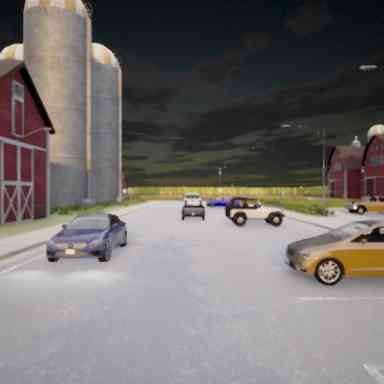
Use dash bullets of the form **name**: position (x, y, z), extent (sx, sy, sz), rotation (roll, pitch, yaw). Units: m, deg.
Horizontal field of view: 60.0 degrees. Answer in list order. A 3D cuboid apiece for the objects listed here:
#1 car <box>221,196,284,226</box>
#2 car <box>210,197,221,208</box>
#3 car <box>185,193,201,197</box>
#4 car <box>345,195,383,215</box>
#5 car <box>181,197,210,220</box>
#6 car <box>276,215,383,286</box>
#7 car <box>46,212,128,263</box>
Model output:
- **car**: position (4.112, 1.265, 22.175), extent (3.866, 1.878, 1.905), rotation (0, 0, 1)
- **car**: position (4.291, 1.378, 46.380), extent (4.611, 1.667, 2.242), rotation (0, 0, 1)
- **car**: position (0.114, 1.137, 39.397), extent (2.150, 2.045, 5.566), rotation (0, 1, 1)
- **car**: position (17.441, 1.242, 32.266), extent (4.605, 1.855, 1.932), rotation (0, 0, 1)
- **car**: position (0.111, 1.432, 27.020), extent (2.128, 1.511, 4.902), rotation (0, 0, 0)
- **car**: position (4.581, 1.487, 8.689), extent (4.193, 1.474, 1.816), rotation (0, 0, 1)
- **car**: position (-3.533, 1.498, 12.053), extent (1.812, 1.442, 4.674), rotation (0, 0, 1)
